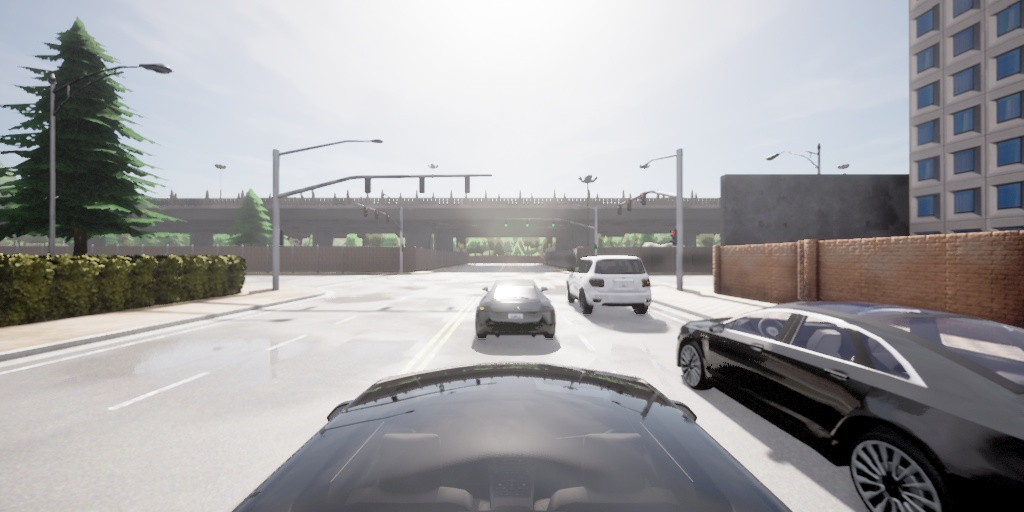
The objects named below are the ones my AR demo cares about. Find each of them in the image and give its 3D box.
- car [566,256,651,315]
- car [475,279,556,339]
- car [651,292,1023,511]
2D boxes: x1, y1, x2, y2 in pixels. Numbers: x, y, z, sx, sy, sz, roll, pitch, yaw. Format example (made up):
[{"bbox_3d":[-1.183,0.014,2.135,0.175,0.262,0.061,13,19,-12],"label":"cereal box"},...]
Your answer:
[{"bbox_3d":[3.495,1.016,13.867,2.150,2.045,5.566,0,0,0],"label":"car"},{"bbox_3d":[0.087,1.345,10.178,1.994,1.385,4.181,0,0,0],"label":"car"},{"bbox_3d":[3.595,1.249,3.945,2.128,1.511,4.902,0,0,0],"label":"car"}]
